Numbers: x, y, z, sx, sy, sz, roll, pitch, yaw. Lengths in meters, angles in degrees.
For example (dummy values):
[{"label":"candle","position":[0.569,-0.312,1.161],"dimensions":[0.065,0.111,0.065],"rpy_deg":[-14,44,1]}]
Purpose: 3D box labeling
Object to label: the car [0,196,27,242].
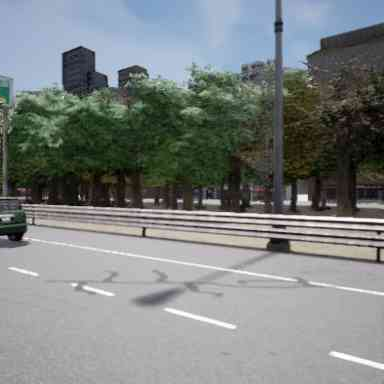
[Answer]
[{"label":"car","position":[-9.731,1.220,15.127],"dimensions":[5.566,2.045,2.150],"rpy_deg":[0,0,36]}]
